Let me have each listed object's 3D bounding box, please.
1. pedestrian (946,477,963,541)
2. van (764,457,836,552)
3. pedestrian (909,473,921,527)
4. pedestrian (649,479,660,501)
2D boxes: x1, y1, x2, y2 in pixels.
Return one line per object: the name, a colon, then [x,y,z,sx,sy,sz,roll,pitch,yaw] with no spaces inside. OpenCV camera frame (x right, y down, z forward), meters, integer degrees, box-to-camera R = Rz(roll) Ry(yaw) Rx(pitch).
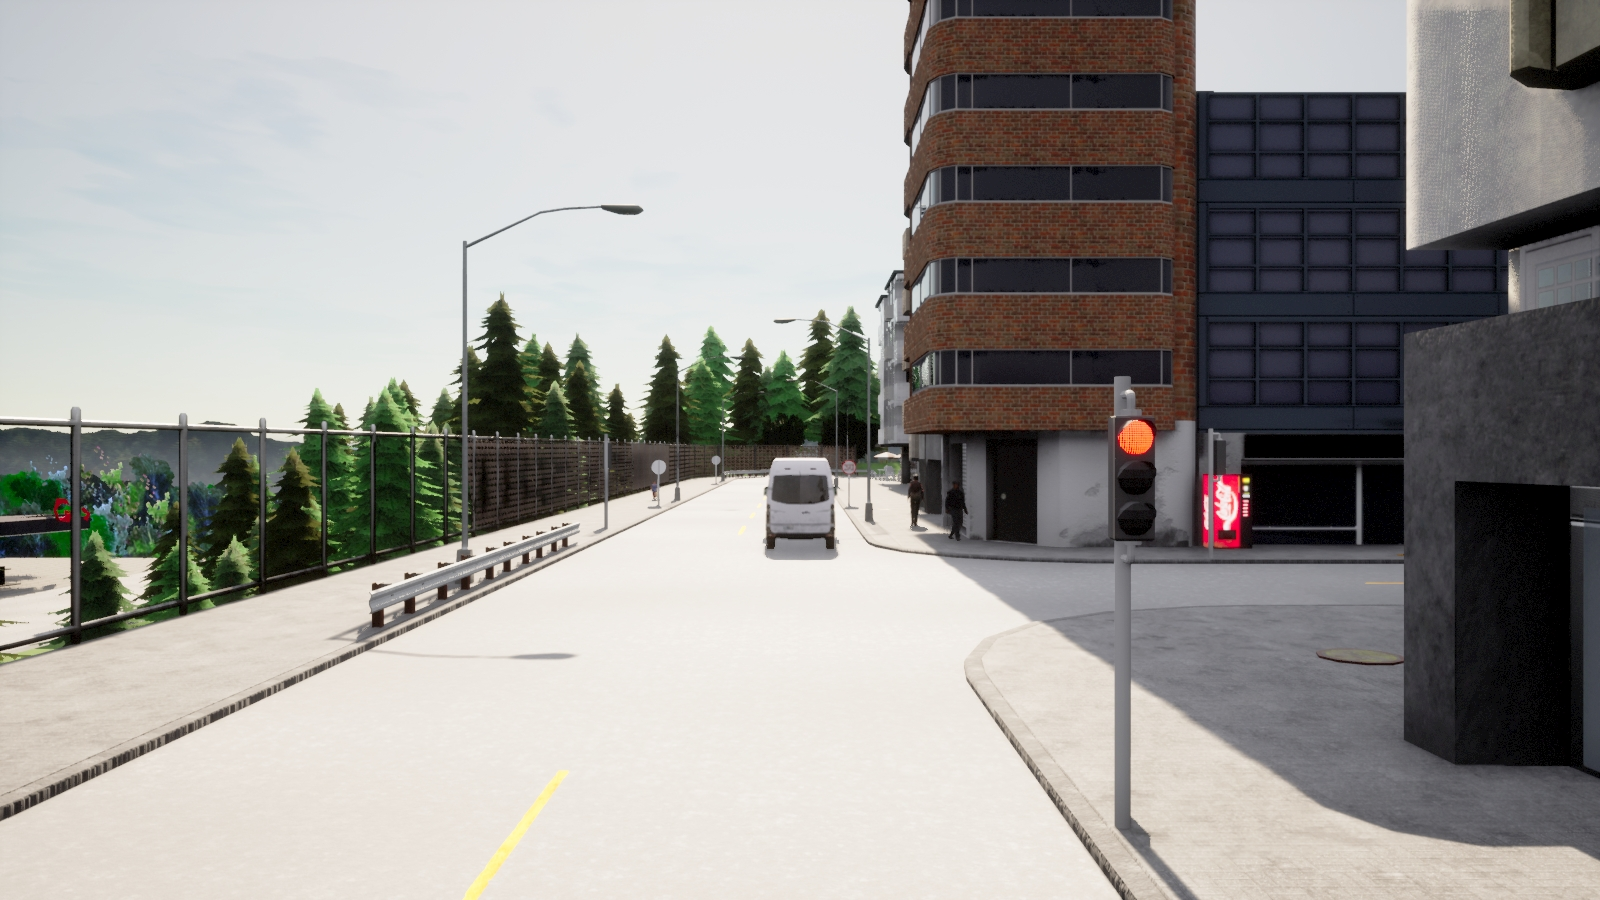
pedestrian: [4.527,1.724,33.504,0.375,1.860,0.375,0,0,-19]
van: [0.007,1.521,34.382,1.988,2.561,5.915,0,0,0]
pedestrian: [3.959,1.720,39.361,0.375,1.860,0.375,0,0,12]
pedestrian: [-7.631,2.102,59.866,0.500,1.100,0.500,0,0,1]
